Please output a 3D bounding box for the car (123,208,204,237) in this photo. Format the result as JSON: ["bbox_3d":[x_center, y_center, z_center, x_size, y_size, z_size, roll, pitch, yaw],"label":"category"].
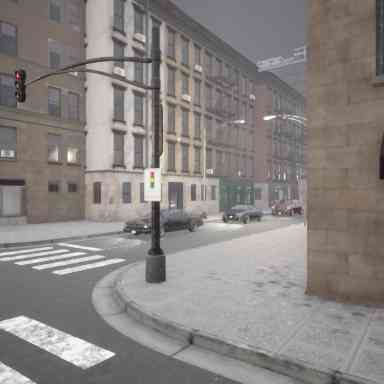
[{"bbox_3d":[-1.383,1.630,18.857,2.033,1.411,5.357,0,0,35],"label":"car"}]

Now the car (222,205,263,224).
[{"bbox_3d":[4.069,1.696,26.499,1.994,1.385,4.181,0,0,36],"label":"car"}]

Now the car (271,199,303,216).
[{"bbox_3d":[9.985,1.538,34.785,2.097,1.767,4.553,0,0,35],"label":"car"}]
